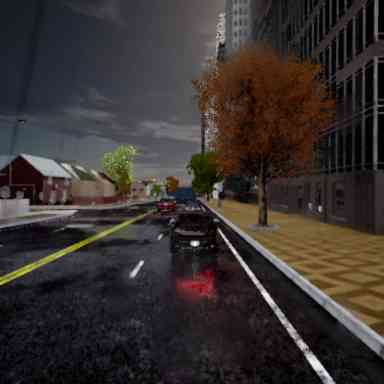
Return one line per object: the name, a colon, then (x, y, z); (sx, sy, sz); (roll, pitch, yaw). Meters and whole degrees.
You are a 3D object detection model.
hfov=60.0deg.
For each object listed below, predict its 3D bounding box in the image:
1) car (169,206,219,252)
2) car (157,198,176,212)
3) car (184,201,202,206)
car: (0.105, 1.549, 14.066); (1.837, 1.490, 4.892); (0, 0, 0)
car: (-3.136, 1.517, 42.097); (2.097, 1.767, 4.553); (0, 0, 0)
car: (0.107, 1.677, 34.202); (2.033, 1.411, 5.357); (0, 0, 0)
